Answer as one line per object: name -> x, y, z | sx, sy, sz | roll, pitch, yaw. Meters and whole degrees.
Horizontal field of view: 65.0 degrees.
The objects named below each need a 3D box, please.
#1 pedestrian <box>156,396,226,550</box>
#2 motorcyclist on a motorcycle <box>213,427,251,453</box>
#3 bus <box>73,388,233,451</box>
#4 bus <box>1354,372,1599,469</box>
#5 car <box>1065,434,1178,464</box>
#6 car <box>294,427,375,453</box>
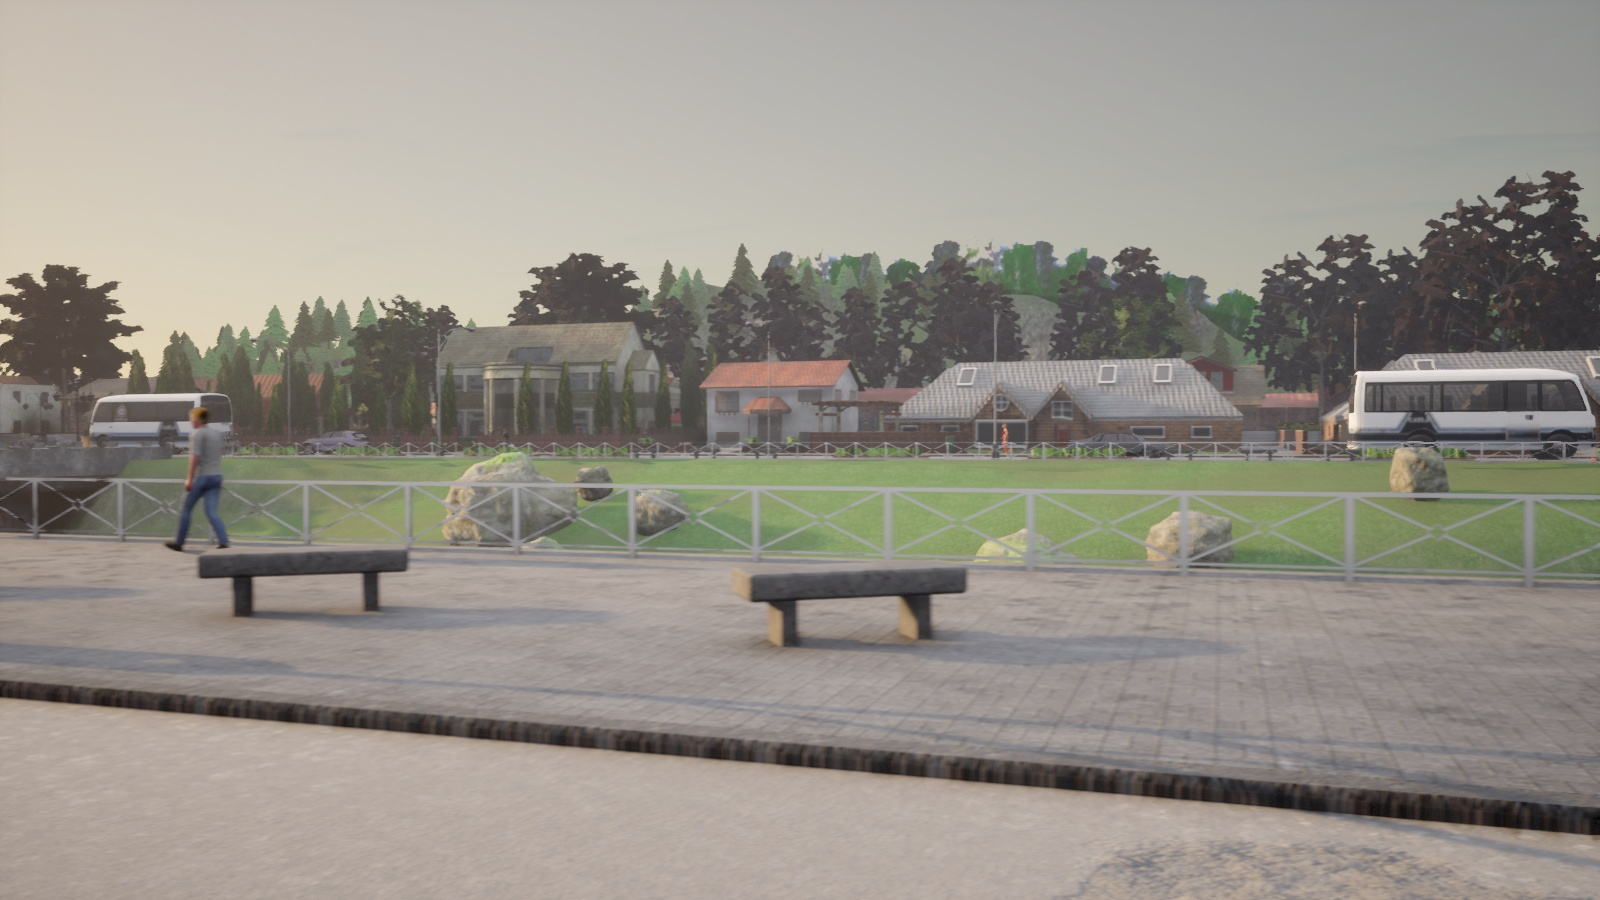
pedestrian -> -7.375, 0.265, 15.213 | 0.706, 1.836, 0.354 | 0, 1, 17
motorcyclist on a motorcycle -> -36.704, -0.660, 81.128 | 2.350, 1.649, 0.766 | 1, 1, 19
bus -> -45.455, -2.135, 88.275 | 10.273, 4.253, 3.944 | 1, 1, 19
bus -> 31.468, -1.363, 58.157 | 10.273, 4.253, 3.944 | 1, 1, 19
car -> 16.228, -0.079, 63.309 | 5.357, 1.411, 2.033 | 1, 1, 19
car -> -30.926, -0.695, 83.403 | 4.856, 1.649, 2.033 | 1, 1, 19
